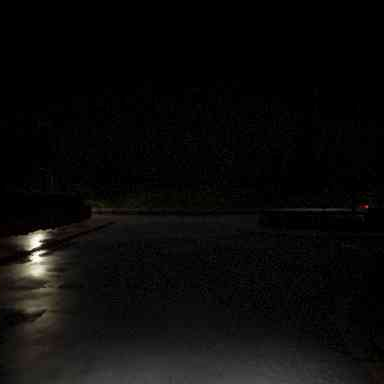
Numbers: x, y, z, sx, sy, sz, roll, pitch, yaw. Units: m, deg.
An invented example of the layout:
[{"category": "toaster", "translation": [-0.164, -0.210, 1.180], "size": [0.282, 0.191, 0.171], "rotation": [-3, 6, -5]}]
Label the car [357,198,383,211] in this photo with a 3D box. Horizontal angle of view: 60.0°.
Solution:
[{"category": "car", "translation": [19.740, 1.595, 33.629], "size": [5.566, 2.045, 2.150], "rotation": [0, -1, 1]}]
